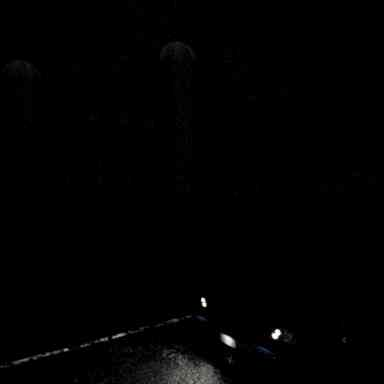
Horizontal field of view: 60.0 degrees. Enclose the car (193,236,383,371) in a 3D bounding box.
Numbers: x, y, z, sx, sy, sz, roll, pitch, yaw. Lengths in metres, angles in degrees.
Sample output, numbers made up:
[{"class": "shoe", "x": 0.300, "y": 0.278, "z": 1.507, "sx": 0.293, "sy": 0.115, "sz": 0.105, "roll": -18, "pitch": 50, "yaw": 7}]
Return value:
[{"class": "car", "x": 2.634, "y": 1.546, "z": 5.884, "sx": 5.357, "sy": 1.411, "sz": 2.033, "roll": 0, "pitch": 0, "yaw": -36}]
